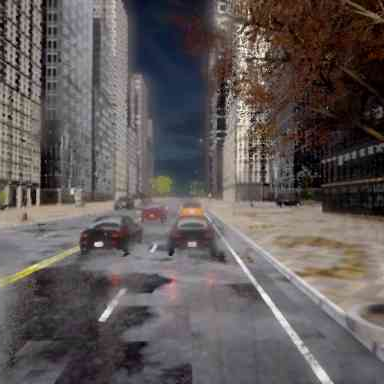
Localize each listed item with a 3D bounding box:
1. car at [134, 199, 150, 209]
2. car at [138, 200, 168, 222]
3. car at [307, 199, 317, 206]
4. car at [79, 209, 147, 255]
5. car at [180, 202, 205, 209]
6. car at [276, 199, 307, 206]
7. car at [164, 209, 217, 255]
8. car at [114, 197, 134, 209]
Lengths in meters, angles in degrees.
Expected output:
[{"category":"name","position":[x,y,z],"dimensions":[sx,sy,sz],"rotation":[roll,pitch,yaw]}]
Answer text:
[{"category":"car","position":[-6.497,1.862,47.647],"dimensions":[2.097,1.767,4.553],"rotation":[0,0,0]},{"category":"car","position":[-3.212,1.791,29.234],"dimensions":[1.882,1.535,5.008],"rotation":[0,0,1]},{"category":"car","position":[21.993,2.042,65.609],"dimensions":[4.829,1.417,1.752],"rotation":[-1,-1,-1]},{"category":"car","position":[-3.222,1.675,13.878],"dimensions":[1.812,1.442,4.674],"rotation":[0,0,1]},{"category":"car","position":[0.031,1.656,28.431],"dimensions":[2.097,1.767,4.553],"rotation":[0,-1,0]},{"category":"car","position":[16.708,1.893,57.164],"dimensions":[4.403,1.369,2.008],"rotation":[-1,-1,-1]},{"category":"car","position":[0.028,1.675,13.889],"dimensions":[1.812,1.442,4.674],"rotation":[0,0,1]},{"category":"car","position":[-9.737,1.746,48.514],"dimensions":[2.150,2.045,5.566],"rotation":[0,-1,0]}]
